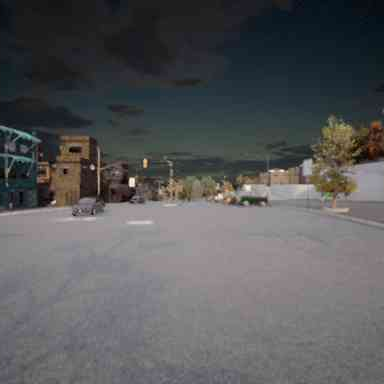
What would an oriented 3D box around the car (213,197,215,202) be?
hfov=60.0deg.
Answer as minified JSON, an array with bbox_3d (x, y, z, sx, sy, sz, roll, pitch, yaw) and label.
[{"bbox_3d":[8.089,1.586,74.897,5.008,1.535,2.097,1,-1,-20],"label":"car"}]

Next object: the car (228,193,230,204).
[{"bbox_3d":[8.074,1.186,48.100,4.674,1.452,2.002,1,-1,-20],"label":"car"}]

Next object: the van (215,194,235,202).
[{"bbox_3d":[7.980,1.475,80.814,4.442,1.987,1.878,1,-1,-20],"label":"van"}]

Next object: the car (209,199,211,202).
[{"bbox_3d":[8.064,1.519,83.817,5.566,2.045,2.435,1,-1,-20],"label":"car"}]

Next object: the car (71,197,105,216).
[{"bbox_3d":[-8.864,1.216,28.733,1.837,1.490,4.892,-1,2,0],"label":"car"}]

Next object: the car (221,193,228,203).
[{"bbox_3d":[7.907,1.237,53.987,5.366,1.575,1.946,1,-1,-20],"label":"car"}]

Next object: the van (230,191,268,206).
[{"bbox_3d":[7.972,0.870,45.080,4.442,1.987,1.878,1,-1,-20],"label":"van"}]

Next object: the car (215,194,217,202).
[{"bbox_3d":[8.256,1.486,69.012,5.366,1.575,1.946,1,-1,-20],"label":"car"}]

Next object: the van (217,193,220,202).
[{"bbox_3d":[7.978,1.209,65.925,4.442,1.987,1.878,1,-1,-20],"label":"van"}]

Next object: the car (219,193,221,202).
[{"bbox_3d":[8.114,1.263,62.998,4.553,1.767,2.185,1,-1,-20],"label":"car"}]

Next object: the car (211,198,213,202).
[{"bbox_3d":[8.112,1.390,77.893,5.566,2.045,2.435,1,-2,-20],"label":"car"}]

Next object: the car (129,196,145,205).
[{"bbox_3d":[-8.863,1.318,54.118,2.033,1.411,5.357,0,-1,0],"label":"car"}]
